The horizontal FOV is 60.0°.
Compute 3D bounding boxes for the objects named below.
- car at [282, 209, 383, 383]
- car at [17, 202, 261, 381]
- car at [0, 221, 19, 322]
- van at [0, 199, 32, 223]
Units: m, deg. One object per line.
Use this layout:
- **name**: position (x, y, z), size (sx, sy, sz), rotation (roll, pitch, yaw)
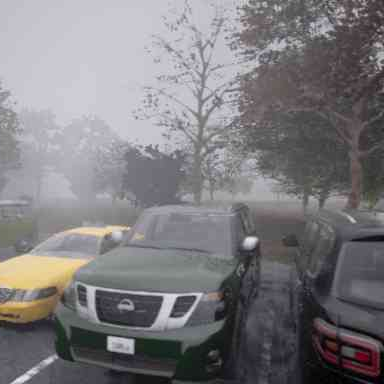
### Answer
- **car**: position (2.436, 1.234, 4.367), size (2.435, 2.045, 5.566), rotation (0, -1, 16)
- **car**: position (0.023, 1.232, 6.027), size (2.435, 2.045, 5.566), rotation (1, -1, 16)
- **car**: position (-2.420, 1.478, 7.592), size (1.946, 1.575, 5.366), rotation (1, -1, 15)
- **van**: position (-7.184, 1.256, 11.319), size (1.878, 1.987, 4.442), rotation (0, -1, 16)
